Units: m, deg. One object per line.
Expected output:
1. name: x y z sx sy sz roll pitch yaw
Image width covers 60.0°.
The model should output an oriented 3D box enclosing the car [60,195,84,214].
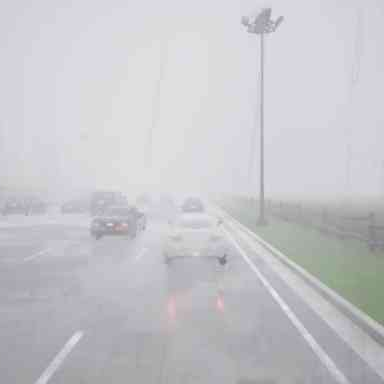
1. car: -10.378 1.242 30.394 1.994 1.385 4.181 0 1 0

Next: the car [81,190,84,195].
1. car: -13.964 0.731 46.664 2.150 2.045 5.566 0 1 0

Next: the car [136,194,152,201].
1. car: -6.948 0.981 48.524 2.128 1.511 4.902 0 1 0

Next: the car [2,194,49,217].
1. car: -13.883 1.057 28.062 2.097 1.767 4.553 0 1 0

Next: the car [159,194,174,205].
1. car: -3.469 1.013 46.537 1.837 1.490 4.892 0 1 0

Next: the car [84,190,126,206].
1. car: -6.880 0.925 27.838 2.150 2.045 5.566 0 0 0

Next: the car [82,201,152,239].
1. car: -3.387 1.374 16.266 2.033 1.411 5.357 0 1 0

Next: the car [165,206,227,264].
1. car: 0.107 1.405 11.278 1.812 1.442 4.674 0 1 0

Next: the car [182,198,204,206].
1. car: 0.120 1.239 30.695 1.994 1.385 4.181 0 1 0
